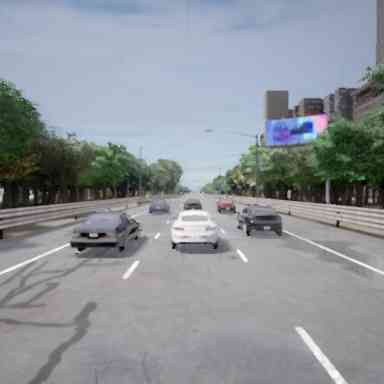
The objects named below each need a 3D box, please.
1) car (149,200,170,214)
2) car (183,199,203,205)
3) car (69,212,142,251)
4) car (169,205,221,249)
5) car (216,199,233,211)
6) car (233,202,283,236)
[{"bbox_3d":[-3.385,1.513,35.322,1.994,1.385,4.181,0,0,0],"label":"car"},{"bbox_3d":[0.116,1.454,34.919,1.837,1.490,4.892,0,0,0],"label":"car"},{"bbox_3d":[-3.393,1.526,13.962,2.033,1.411,5.357,0,0,0],"label":"car"},{"bbox_3d":[0.106,1.504,14.395,1.812,1.442,4.674,0,0,0],"label":"car"},{"bbox_3d":[3.616,1.474,35.887,1.812,1.442,4.674,0,0,0],"label":"car"},{"bbox_3d":[3.609,1.477,18.356,1.837,1.490,4.892,0,0,0],"label":"car"}]
